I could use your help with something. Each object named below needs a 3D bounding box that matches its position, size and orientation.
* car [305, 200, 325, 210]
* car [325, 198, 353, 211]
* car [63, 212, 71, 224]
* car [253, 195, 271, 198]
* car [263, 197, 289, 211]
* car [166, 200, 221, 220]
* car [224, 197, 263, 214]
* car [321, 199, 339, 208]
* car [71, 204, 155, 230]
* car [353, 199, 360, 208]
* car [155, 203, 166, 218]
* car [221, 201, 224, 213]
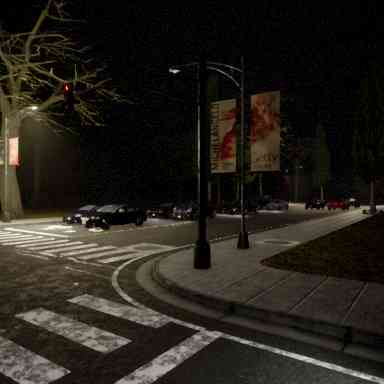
[{"bbox_3d":[17.796,1.823,48.247,1.812,1.442,4.674,0,0,35],"label":"car"},{"bbox_3d":[20.617,1.658,46.614,2.097,1.767,4.553,0,0,35],"label":"car"},{"bbox_3d":[-7.228,1.637,24.312,1.994,1.385,4.181,0,0,36],"label":"car"},{"bbox_3d":[9.899,1.471,48.582,2.150,2.045,5.566,0,0,38],"label":"car"},{"bbox_3d":[11.823,1.771,45.678,1.812,1.442,4.674,0,0,36],"label":"car"},{"bbox_3d":[0.229,1.472,29.252,2.097,1.767,4.553,0,0,35],"label":"car"},{"bbox_3d":[5.878,1.679,37.283,1.837,1.490,4.892,0,0,35],"label":"car"},{"bbox_3d":[23.481,1.915,56.354,1.812,1.442,4.674,0,-1,35],"label":"car"},{"bbox_3d":[-5.016,1.566,21.793,2.128,1.511,4.902,0,0,35],"label":"car"},{"bbox_3d":[26.370,1.891,54.801,2.128,1.511,4.902,0,-1,35],"label":"car"},{"bbox_3d":[-1.903,1.666,31.861,2.033,1.411,5.357,0,0,35],"label":"car"},{"bbox_3d":[3.821,1.776,40.013,1.895,1.301,4.718,0,0,35],"label":"car"}]
